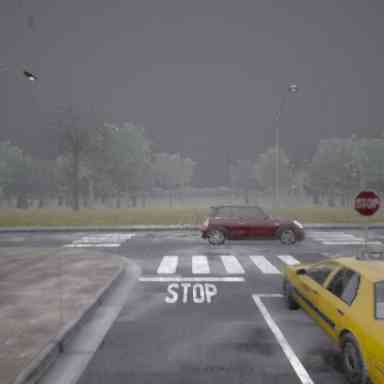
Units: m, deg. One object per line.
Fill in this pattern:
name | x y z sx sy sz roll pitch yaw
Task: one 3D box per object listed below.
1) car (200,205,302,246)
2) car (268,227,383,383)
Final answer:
car | 2.650 1.378 15.015 4.553 1.767 2.097 0 0 0
car | 2.635 1.546 5.056 1.752 1.417 4.829 0 0 0
